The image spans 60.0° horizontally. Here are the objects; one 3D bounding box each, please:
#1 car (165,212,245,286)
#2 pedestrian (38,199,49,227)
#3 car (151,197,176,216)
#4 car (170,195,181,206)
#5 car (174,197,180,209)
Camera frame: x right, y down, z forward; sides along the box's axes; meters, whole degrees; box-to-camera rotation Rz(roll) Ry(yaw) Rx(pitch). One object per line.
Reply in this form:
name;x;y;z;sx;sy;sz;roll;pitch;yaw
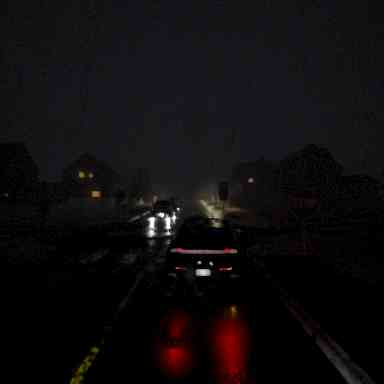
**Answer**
car;0.408;1.484;9.438;2.128;1.511;4.902;0;0;4
pedestrian;-9.823;1.349;21.932;0.375;1.860;0.375;0;-3;-1
car;-2.873;1.532;32.305;1.812;1.442;4.674;0;0;0
car;-2.860;1.404;52.651;2.097;1.767;4.553;0;0;1
car;-2.860;1.626;42.380;1.895;1.301;4.718;0;0;0
